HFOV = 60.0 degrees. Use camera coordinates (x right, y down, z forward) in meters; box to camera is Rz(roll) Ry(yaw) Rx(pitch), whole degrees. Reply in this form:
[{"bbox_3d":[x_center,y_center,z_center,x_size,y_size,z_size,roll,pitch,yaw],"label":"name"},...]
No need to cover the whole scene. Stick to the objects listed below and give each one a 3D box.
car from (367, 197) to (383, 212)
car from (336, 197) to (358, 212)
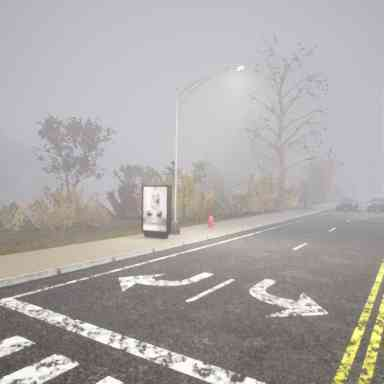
[{"bbox_3d":[21.404,1.393,38.192,2.097,1.767,4.553,0,0,30],"label":"car"},{"bbox_3d":[18.596,1.390,39.829,2.097,1.767,4.553,0,0,30],"label":"car"}]
